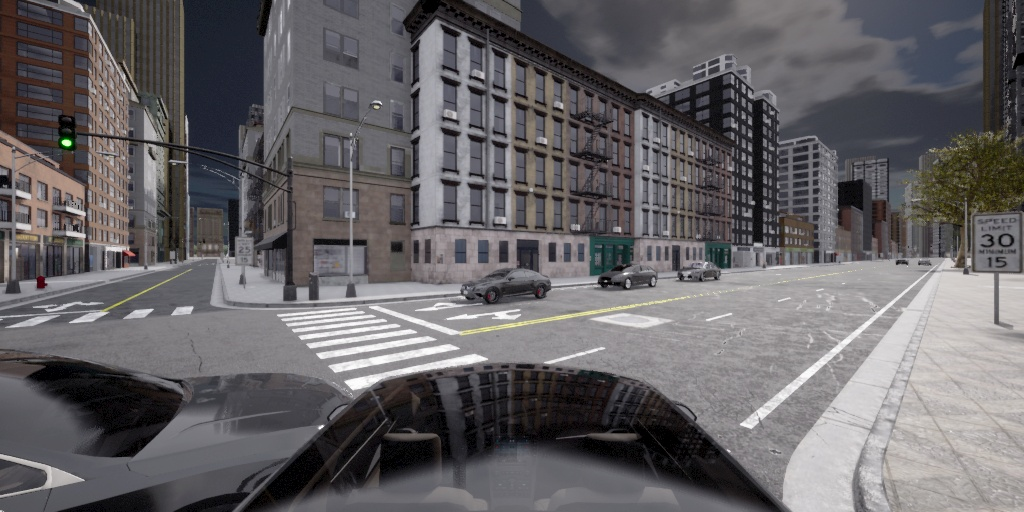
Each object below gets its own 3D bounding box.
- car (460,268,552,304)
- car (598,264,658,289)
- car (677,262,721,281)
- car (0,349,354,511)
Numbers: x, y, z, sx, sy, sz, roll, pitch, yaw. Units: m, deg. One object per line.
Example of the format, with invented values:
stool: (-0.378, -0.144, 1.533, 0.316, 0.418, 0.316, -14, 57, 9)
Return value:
car: (-0.166, 1.285, 16.667, 4.674, 1.442, 1.812, 0, 0, -39)
car: (7.478, 1.256, 22.950, 4.892, 1.490, 1.837, 0, 0, -39)
car: (15.438, 1.233, 29.481, 4.902, 1.511, 2.128, 0, 0, -39)
car: (-3.235, 1.257, 1.671, 4.892, 1.490, 1.837, 0, 0, -35)
